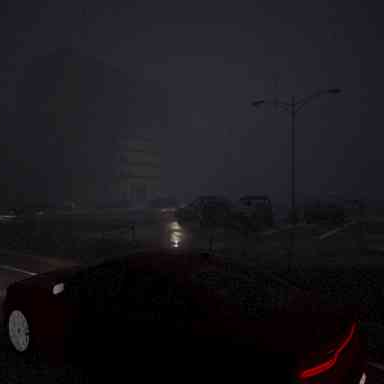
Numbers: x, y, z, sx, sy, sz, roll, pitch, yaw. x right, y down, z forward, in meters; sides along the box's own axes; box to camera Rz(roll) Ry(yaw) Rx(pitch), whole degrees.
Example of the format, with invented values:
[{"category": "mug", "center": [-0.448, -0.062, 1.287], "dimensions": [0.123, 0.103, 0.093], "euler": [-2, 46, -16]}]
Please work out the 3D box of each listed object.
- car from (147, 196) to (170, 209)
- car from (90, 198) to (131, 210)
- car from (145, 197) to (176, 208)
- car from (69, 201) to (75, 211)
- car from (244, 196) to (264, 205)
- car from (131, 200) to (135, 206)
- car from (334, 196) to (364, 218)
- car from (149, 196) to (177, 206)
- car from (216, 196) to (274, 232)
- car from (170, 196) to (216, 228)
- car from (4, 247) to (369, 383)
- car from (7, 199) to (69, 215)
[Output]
[{"category": "car", "center": [-3.439, 1.491, 45.507], "dimensions": [2.128, 1.511, 4.902], "euler": [0, 0, 34]}, {"category": "car", "center": [-10.378, 1.601, 41.803], "dimensions": [1.895, 1.301, 4.718], "euler": [0, 0, 34]}, {"category": "car", "center": [-4.704, 1.492, 50.233], "dimensions": [2.128, 1.511, 4.902], "euler": [0, 0, 34]}, {"category": "car", "center": [-16.171, 1.526, 39.429], "dimensions": [1.812, 1.442, 4.674], "euler": [0, 0, 34]}, {"category": "car", "center": [11.504, 1.526, 61.500], "dimensions": [1.812, 1.442, 4.674], "euler": [0, 0, 34]}, {"category": "car", "center": [-10.510, 1.547, 47.885], "dimensions": [2.033, 1.411, 5.357], "euler": [0, 0, 33]}, {"category": "car", "center": [15.339, 1.395, 32.016], "dimensions": [1.970, 1.475, 3.806], "euler": [0, 0, 34]}, {"category": "car", "center": [-4.803, 1.492, 56.322], "dimensions": [2.128, 1.511, 4.902], "euler": [0, 0, 34]}, {"category": "car", "center": [3.316, 1.156, 19.060], "dimensions": [1.905, 1.878, 3.866], "euler": [0, 0, 34]}, {"category": "car", "center": [0.948, 1.153, 20.726], "dimensions": [1.932, 1.855, 4.605], "euler": [0, 0, 34]}, {"category": "car", "center": [-0.525, 1.478, 4.363], "dimensions": [5.008, 1.535, 1.882], "euler": [0, 0, 35]}, {"category": "car", "center": [-15.720, 1.547, 33.841], "dimensions": [2.033, 1.411, 5.357], "euler": [0, 0, 34]}]
